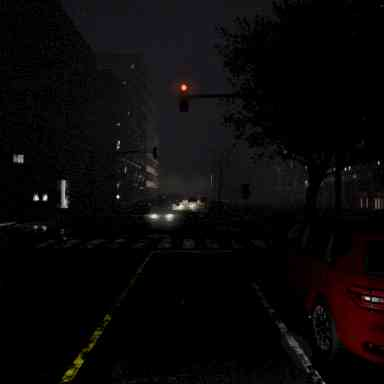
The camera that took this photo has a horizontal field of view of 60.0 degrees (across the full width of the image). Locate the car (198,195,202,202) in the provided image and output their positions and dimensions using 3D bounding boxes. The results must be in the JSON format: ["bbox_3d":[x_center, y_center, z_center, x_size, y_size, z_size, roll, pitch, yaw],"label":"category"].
[{"bbox_3d":[2.702,1.625,65.903,1.802,1.307,4.206,0,0,0],"label":"car"}]

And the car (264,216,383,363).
[{"bbox_3d":[2.694,1.315,5.852,2.192,1.841,5.009,0,0,0],"label":"car"}]

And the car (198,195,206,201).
[{"bbox_3d":[2.705,1.621,88.034,1.887,1.381,4.507,0,0,0],"label":"car"}]

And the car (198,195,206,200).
[{"bbox_3d":[2.706,1.638,93.567,2.008,1.369,4.403,0,0,0],"label":"car"}]

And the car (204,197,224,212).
[{"bbox_3d":[2.698,1.557,38.240,1.887,1.381,4.507,0,0,0],"label":"car"}]

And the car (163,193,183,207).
[{"bbox_3d":[-3.074,1.250,52.925,2.150,2.045,5.566,0,0,0],"label":"car"}]

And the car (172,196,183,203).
[{"bbox_3d":[-2.989,1.612,69.172,1.994,1.385,4.181,0,0,0],"label":"car"}]

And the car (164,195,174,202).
[{"bbox_3d":[-5.676,1.507,82.503,1.967,1.590,4.097,0,0,0],"label":"car"}]

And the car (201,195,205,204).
[{"bbox_3d":[2.699,1.548,49.475,1.752,1.417,4.829,0,0,0],"label":"car"}]

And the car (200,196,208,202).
[{"bbox_3d":[2.704,1.584,77.139,1.752,1.417,4.829,0,0,0],"label":"car"}]

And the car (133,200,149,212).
[{"bbox_3d":[-5.682,1.563,38.241,2.008,1.369,4.403,0,0,0],"label":"car"}]

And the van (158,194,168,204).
[{"bbox_3d":[-5.678,1.384,65.905,1.690,1.788,3.998,0,0,0],"label":"van"}]

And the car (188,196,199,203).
[{"bbox_3d":[0.115,1.612,69.419,1.994,1.385,4.181,0,0,0],"label":"car"}]

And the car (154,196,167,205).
[{"bbox_3d":[-5.679,1.476,60.372,1.967,1.590,4.097,0,0,0],"label":"car"}]

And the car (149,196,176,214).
[{"bbox_3d":[-3.091,1.488,35.974,1.882,1.535,5.008,0,0,0],"label":"car"}]

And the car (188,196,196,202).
[{"bbox_3d":[0.015,1.657,79.320,1.895,1.301,4.718,0,0,0],"label":"car"}]

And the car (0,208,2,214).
[{"bbox_3d":[-16.804,1.284,24.604,4.902,1.511,2.128,1,0,-1],"label":"car"}]
